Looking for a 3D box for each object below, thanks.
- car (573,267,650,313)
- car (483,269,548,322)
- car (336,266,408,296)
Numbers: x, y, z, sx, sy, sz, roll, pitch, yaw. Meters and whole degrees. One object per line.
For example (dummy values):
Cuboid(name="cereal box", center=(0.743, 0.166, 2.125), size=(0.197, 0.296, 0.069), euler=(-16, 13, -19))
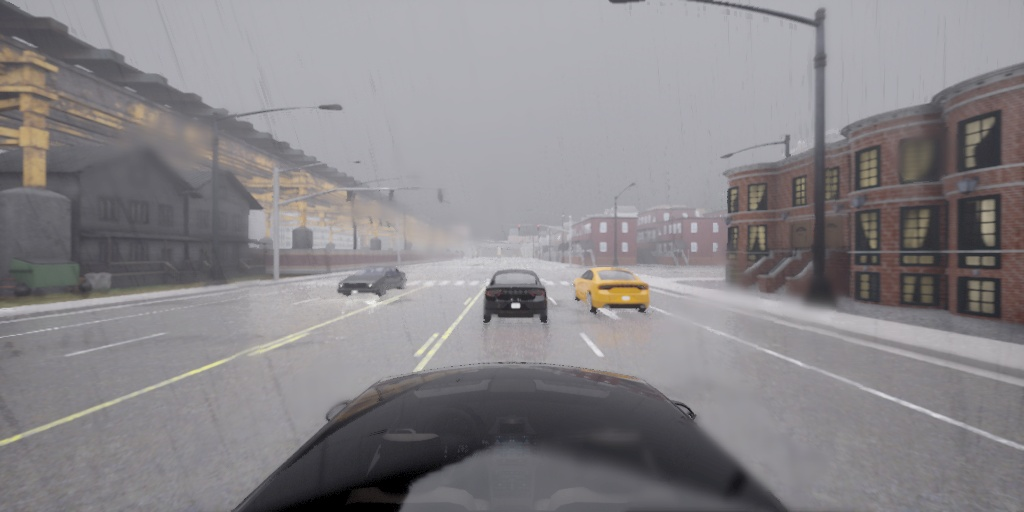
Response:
Cuboid(name="car", center=(3.602, 1.167, 13.767), size=(1.882, 1.535, 5.008), euler=(0, 0, 0))
Cuboid(name="car", center=(0.101, 1.175, 12.097), size=(1.882, 1.535, 5.008), euler=(0, 0, 0))
Cuboid(name="car", center=(-7.024, 1.210, 18.712), size=(2.033, 1.411, 5.357), euler=(0, 0, 1))
